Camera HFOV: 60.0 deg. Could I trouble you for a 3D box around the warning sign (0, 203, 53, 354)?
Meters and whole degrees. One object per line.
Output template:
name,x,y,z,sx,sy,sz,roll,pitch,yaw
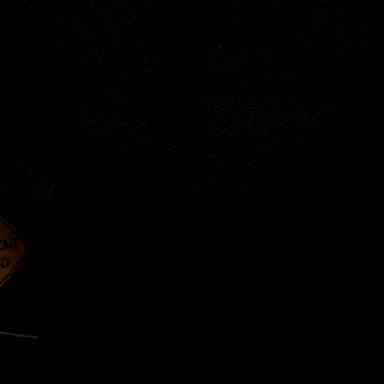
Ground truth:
warning sign,-2.814,1.116,4.576,1.060,1.860,1.300,0,0,35
